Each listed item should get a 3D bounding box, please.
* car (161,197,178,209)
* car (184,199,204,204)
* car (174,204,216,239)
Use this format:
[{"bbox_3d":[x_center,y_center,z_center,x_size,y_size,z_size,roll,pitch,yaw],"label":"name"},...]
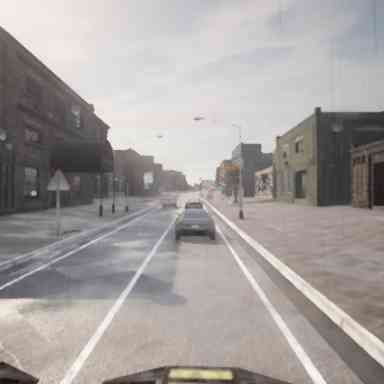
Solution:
[{"bbox_3d":[-2.932,1.410,43.745,1.837,1.490,4.892,0,0,0],"label":"car"},{"bbox_3d":[0.220,1.435,35.103,2.128,1.511,4.902,0,0,0],"label":"car"},{"bbox_3d":[0.158,1.557,17.282,1.994,1.385,4.181,0,0,0],"label":"car"}]
